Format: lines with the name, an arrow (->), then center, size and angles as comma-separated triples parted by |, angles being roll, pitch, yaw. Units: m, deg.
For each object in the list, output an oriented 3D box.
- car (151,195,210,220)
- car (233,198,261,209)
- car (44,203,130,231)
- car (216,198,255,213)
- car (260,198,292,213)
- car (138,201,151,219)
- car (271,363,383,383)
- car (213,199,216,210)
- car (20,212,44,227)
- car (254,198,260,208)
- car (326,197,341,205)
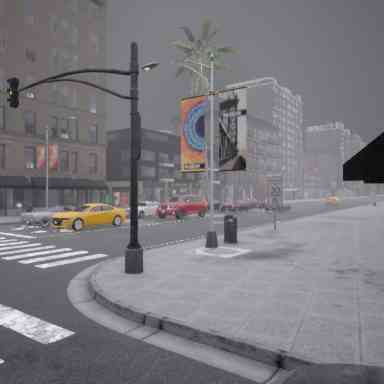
car -> -0.754, 1.258, 29.442 | 2.150, 2.045, 5.566 | 0, 0, 35
car -> 7.803, 1.579, 47.106 | 1.837, 1.490, 4.892 | 0, 0, 37
car -> -6.476, 1.497, 21.308 | 1.882, 1.535, 5.008 | 0, 0, 35
car -> 5.009, 1.657, 37.610 | 1.895, 1.301, 4.718 | 0, 0, 35
car -> 10.076, 1.595, 38.821 | 1.812, 1.442, 4.674 | 0, 0, 35
car -> -4.147, 1.555, 30.262 | 1.812, 1.442, 4.674 | 0, 0, 35
car -> 2.226, 1.551, 1.260 | 4.403, 1.369, 2.008 | 0, 0, 35
car -> 1.759, 1.527, 38.644 | 1.882, 1.535, 5.008 | 0, 0, 35
car -> -9.240, 1.615, 23.047 | 1.895, 1.301, 4.718 | 0, 0, 35
car -> 10.851, 1.585, 45.823 | 1.837, 1.490, 4.892 | 0, 0, 36
car -> 26.382, 1.625, 61.957 | 1.882, 1.535, 5.008 | 0, -1, 35
